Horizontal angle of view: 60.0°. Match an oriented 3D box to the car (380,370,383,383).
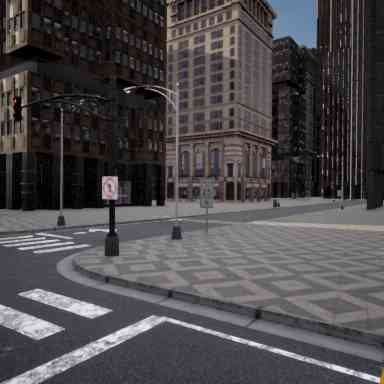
[{"bbox_3d":[3.507,1.478,1.192,5.008,1.535,1.882,0,0,35],"label":"car"}]
